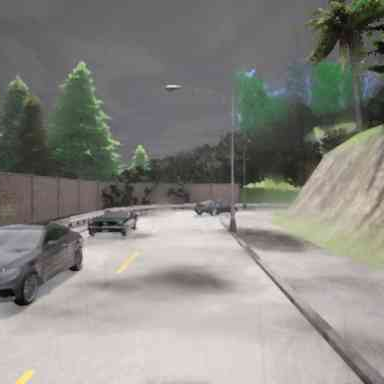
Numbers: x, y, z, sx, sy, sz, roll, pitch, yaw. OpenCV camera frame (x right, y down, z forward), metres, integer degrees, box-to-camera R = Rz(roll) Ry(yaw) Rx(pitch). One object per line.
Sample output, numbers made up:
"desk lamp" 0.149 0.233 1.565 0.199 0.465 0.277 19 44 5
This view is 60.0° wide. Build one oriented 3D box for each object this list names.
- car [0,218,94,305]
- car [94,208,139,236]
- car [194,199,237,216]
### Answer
"car" -4.086 1.507 8.143 1.812 1.442 4.674 0 0 0
"car" -4.157 1.559 18.110 1.895 1.301 4.718 0 0 0
"car" 2.319 1.435 31.313 1.837 1.490 4.892 0 0 44
